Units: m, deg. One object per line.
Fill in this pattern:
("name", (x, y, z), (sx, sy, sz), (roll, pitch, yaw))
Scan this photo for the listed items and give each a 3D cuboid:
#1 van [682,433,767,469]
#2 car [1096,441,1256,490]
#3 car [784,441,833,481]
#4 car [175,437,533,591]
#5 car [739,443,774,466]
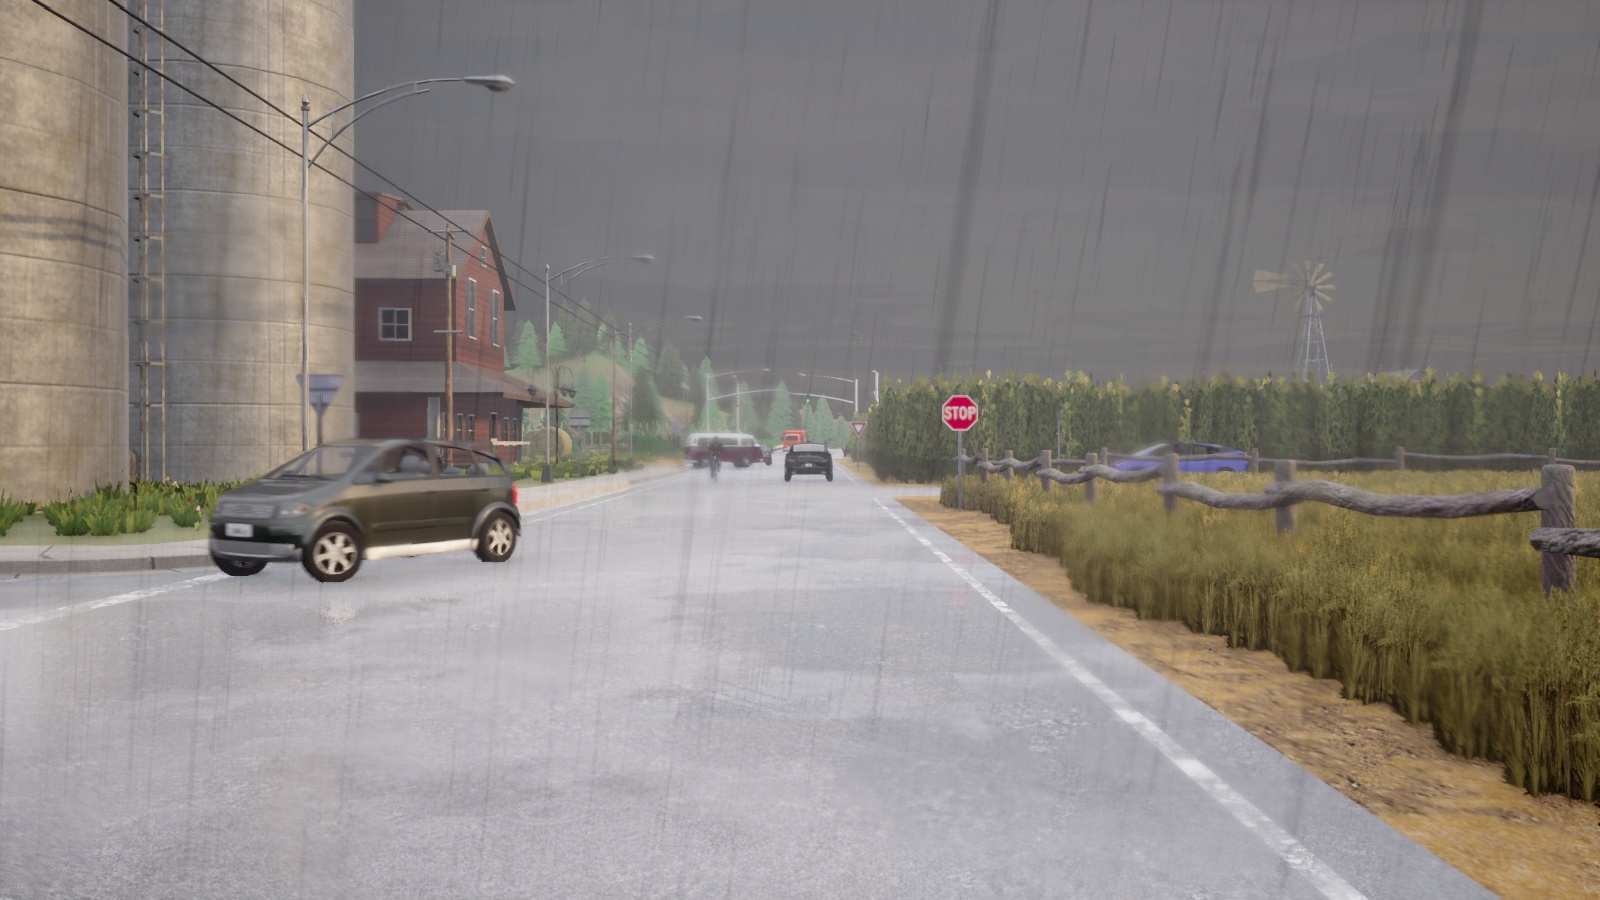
("van", (-4.360, 0.047, 72.062), (4.480, 2.038, 2.069), (0, 1, -18))
("car", (11.994, 0.476, 40.265), (4.514, 1.525, 2.007), (0, 0, 0))
("car", (0.348, 0.438, 50.823), (1.882, 1.535, 5.008), (0, 0, 0))
("car", (-5.080, 0.637, 14.768), (1.789, 1.549, 3.705), (1, 1, 29))
("car", (-2.928, 0.265, 84.818), (2.163, 1.488, 4.792), (0, 0, 0))
